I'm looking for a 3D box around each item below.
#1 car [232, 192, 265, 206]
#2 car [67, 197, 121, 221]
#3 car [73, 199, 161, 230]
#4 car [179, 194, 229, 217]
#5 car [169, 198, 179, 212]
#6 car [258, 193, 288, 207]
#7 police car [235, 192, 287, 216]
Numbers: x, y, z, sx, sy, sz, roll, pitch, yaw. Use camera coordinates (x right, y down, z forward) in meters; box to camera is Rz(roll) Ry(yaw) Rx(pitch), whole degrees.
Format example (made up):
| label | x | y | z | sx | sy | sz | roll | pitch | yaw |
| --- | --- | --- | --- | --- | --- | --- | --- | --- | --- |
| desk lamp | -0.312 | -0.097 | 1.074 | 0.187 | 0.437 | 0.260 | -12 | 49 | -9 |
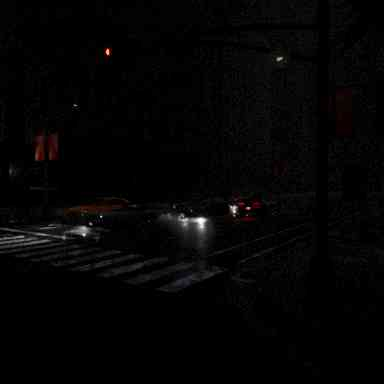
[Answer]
| label | x | y | z | sx | sy | sz | roll | pitch | yaw |
| --- | --- | --- | --- | --- | --- | --- | --- | --- | --- |
| car | 6.877 | 0.768 | 39.922 | 1.882 | 1.535 | 5.008 | 1 | 1 | 35 |
| car | -5.746 | 1.095 | 21.748 | 1.882 | 1.535 | 5.008 | 1 | 1 | 34 |
| car | -3.908 | 1.268 | 18.670 | 1.895 | 1.301 | 4.718 | 1 | 1 | 34 |
| car | 1.272 | 1.055 | 26.141 | 1.812 | 1.442 | 4.674 | 1 | 1 | 35 |
| car | -0.081 | 0.959 | 29.914 | 2.128 | 1.511 | 4.902 | 1 | 1 | 35 |
| car | 9.201 | 0.890 | 37.570 | 1.994 | 1.385 | 4.181 | 1 | 1 | 35 |
| police car | 5.526 | 1.026 | 26.424 | 2.038 | 1.542 | 4.974 | 1 | 1 | 35 |
